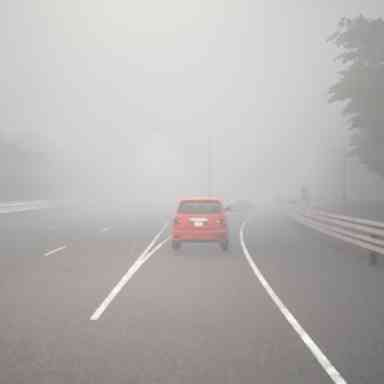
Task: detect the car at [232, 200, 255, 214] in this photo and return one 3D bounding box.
[{"bbox_3d":[5.420,1.559,35.506,2.033,1.411,5.357,0,0,21],"label":"car"}]

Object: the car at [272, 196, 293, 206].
[{"bbox_3d":[14.534,1.349,53.204,2.097,1.767,4.553,0,0,34],"label":"car"}]

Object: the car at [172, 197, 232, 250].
[{"bbox_3d":[0.510,1.227,14.480,2.150,2.045,5.566,0,0,6],"label":"car"}]
